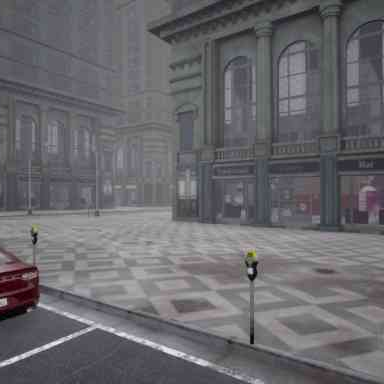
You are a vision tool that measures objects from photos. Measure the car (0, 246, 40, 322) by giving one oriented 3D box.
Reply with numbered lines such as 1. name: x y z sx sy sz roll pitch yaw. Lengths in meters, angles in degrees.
1. car: -4.713 1.546 6.316 4.507 1.381 1.887 0 0 35
